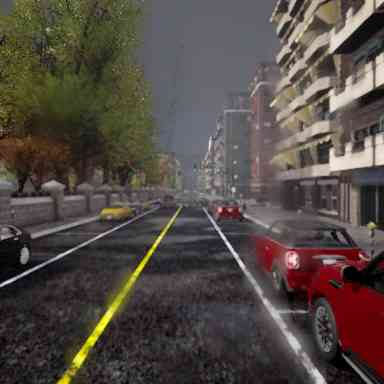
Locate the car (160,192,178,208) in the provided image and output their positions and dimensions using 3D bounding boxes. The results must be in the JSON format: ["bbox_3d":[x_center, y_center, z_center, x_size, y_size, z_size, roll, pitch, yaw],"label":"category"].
[{"bbox_3d":[-3.027,1.148,43.632,2.097,1.767,4.553,0,0,1],"label":"car"}]

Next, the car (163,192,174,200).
[{"bbox_3d":[-5.670,0.968,80.177,2.192,1.841,5.009,0,0,0],"label":"car"}]

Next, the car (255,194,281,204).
[{"bbox_3d":[14.634,1.305,63.600,5.009,1.841,2.192,1,-1,0],"label":"car"}]

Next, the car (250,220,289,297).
[{"bbox_3d":[2.692,1.397,8.459,1.967,1.590,4.097,0,0,0],"label":"car"}]

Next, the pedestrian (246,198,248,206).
[{"bbox_3d":[8.150,1.426,49.397,0.375,1.300,0.375,0,0,0],"label":"pedestrian"}]

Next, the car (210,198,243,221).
[{"bbox_3d":[2.696,1.316,25.349,1.967,1.590,4.097,0,0,0],"label":"car"}]

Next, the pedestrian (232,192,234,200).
[{"bbox_3d":[6.150,0.916,49.993,0.375,1.860,0.375,0,0,0],"label":"pedestrian"}]

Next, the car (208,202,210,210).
[{"bbox_3d":[2.699,1.416,30.980,1.947,1.339,4.313,0,0,0],"label":"car"}]

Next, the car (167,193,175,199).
[{"bbox_3d":[-5.667,1.055,91.248,1.967,1.590,4.097,0,0,0],"label":"car"}]

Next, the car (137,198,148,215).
[{"bbox_3d":[-5.682,1.401,30.982,2.008,1.369,4.403,0,0,0],"label":"car"}]

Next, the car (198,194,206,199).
[{"bbox_3d":[2.714,1.160,91.247,1.887,1.381,4.507,0,0,0],"label":"car"}]

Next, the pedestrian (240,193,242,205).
[{"bbox_3d":[7.150,0.993,48.794,0.375,1.860,0.375,0,0,0],"label":"pedestrian"}]

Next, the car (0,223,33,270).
[{"bbox_3d":[-5.688,1.507,8.461,2.008,1.369,4.403,0,0,0],"label":"car"}]

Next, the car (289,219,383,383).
[{"bbox_3d":[2.690,1.300,2.827,2.192,1.841,5.009,0,0,0],"label":"car"}]

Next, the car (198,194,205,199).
[{"bbox_3d":[2.712,1.159,85.882,1.752,1.417,4.829,0,0,0],"label":"car"}]

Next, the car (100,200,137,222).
[{"bbox_3d":[-5.684,1.401,25.181,1.752,1.417,4.829,0,0,0],"label":"car"}]

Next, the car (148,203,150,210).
[{"bbox_3d":[-5.681,1.352,36.442,1.752,1.417,4.829,0,0,0],"label":"car"}]
